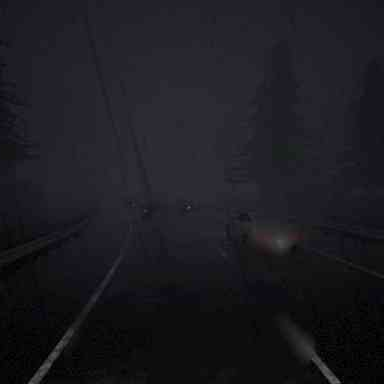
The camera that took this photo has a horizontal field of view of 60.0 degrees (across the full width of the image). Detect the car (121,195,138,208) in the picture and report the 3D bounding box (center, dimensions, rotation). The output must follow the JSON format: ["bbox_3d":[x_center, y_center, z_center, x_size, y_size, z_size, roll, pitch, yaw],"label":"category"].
[{"bbox_3d":[-7.569,1.199,41.086,1.837,1.490,4.892,0,1,-18],"label":"car"}]

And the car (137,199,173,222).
[{"bbox_3d":[-2.765,1.341,24.120,1.812,1.442,4.674,0,1,-11],"label":"car"}]

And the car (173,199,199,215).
[{"bbox_3d":[-0.775,1.324,30.746,1.994,1.385,4.181,0,0,-15],"label":"car"}]

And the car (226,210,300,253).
[{"bbox_3d":[2.631,1.417,13.126,1.812,1.442,4.674,0,0,-6],"label":"car"}]
